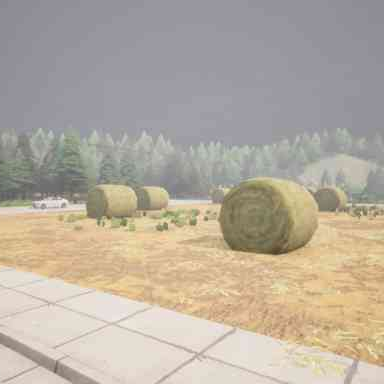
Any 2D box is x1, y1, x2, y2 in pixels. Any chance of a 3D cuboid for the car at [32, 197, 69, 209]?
[{"bbox_3d":[-18.422,1.404,43.468,1.812,1.442,4.674,0,0,36],"label":"car"}]
